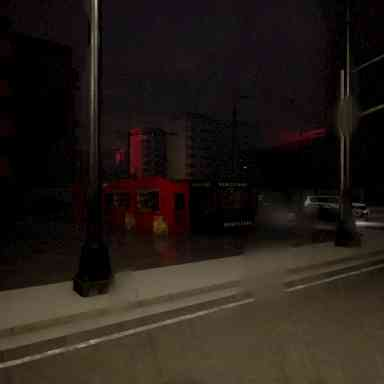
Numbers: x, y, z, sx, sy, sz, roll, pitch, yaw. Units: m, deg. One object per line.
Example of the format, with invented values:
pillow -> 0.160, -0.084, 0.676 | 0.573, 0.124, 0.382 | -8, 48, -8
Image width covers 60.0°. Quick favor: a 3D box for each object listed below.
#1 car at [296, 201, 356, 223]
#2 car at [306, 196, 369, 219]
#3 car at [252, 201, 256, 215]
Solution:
car -> 10.565, 1.667, 27.023 | 1.994, 1.385, 4.181 | 0, -1, -36
car -> 12.785, 1.339, 29.932 | 2.150, 2.045, 5.566 | 0, -1, -36
car -> 5.385, 1.685, 34.184 | 1.882, 1.535, 5.008 | 0, -1, -36
